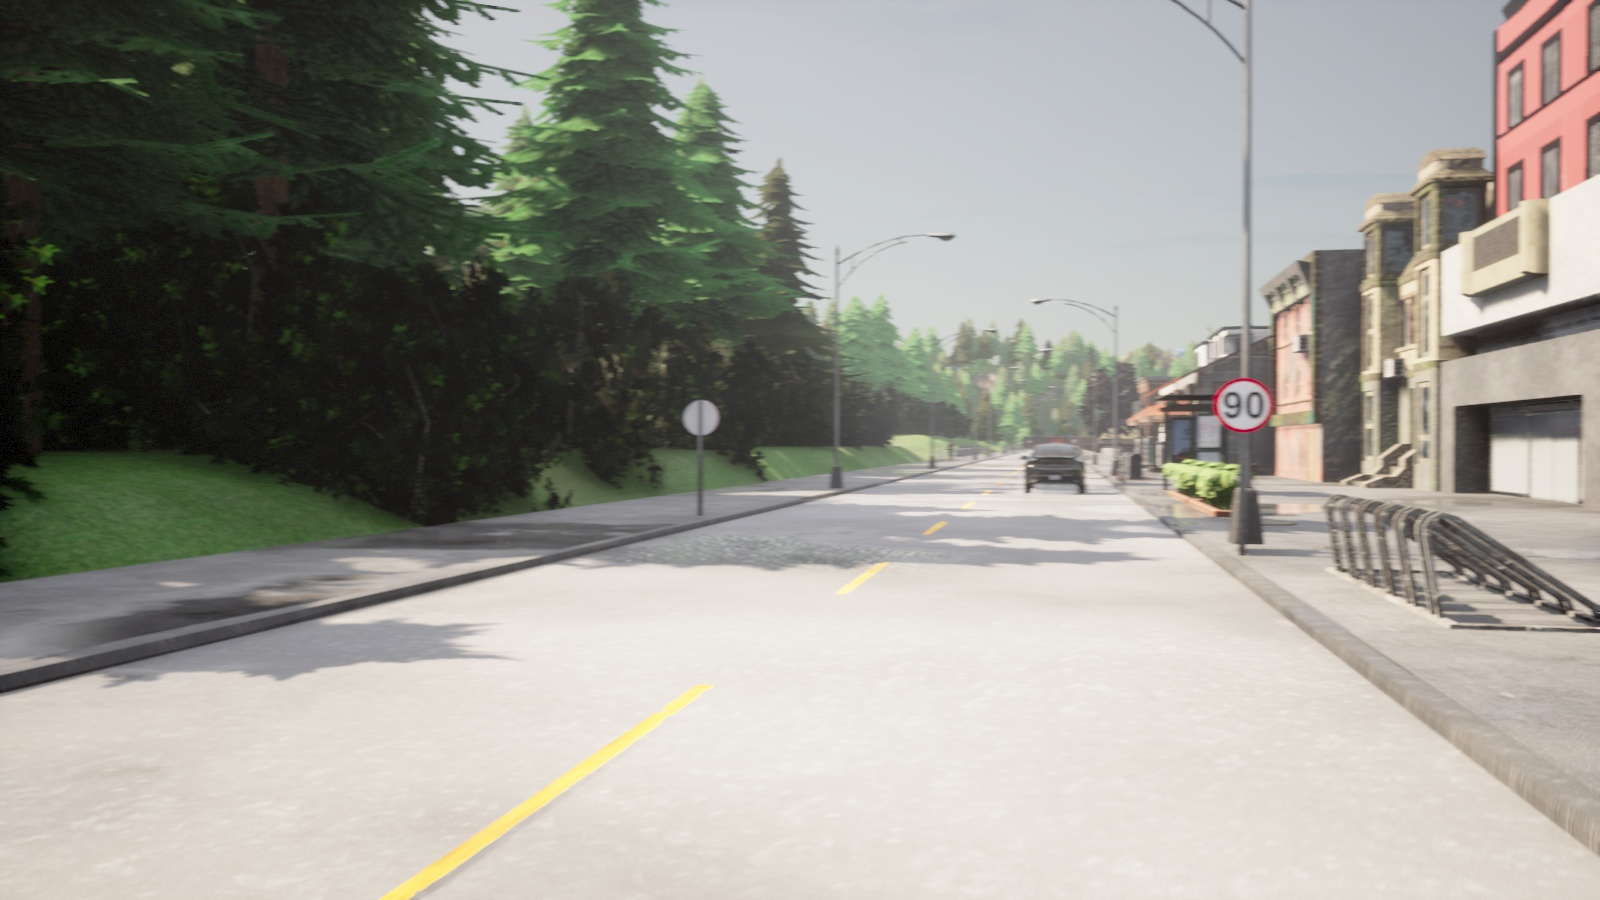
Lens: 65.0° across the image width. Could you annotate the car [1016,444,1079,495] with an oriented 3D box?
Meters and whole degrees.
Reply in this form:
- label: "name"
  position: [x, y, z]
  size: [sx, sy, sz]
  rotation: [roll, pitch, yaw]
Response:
- label: "car"
  position: [7.821, 0.559, 39.738]
  size: [1.837, 1.490, 4.892]
  rotation: [0, 0, 11]
